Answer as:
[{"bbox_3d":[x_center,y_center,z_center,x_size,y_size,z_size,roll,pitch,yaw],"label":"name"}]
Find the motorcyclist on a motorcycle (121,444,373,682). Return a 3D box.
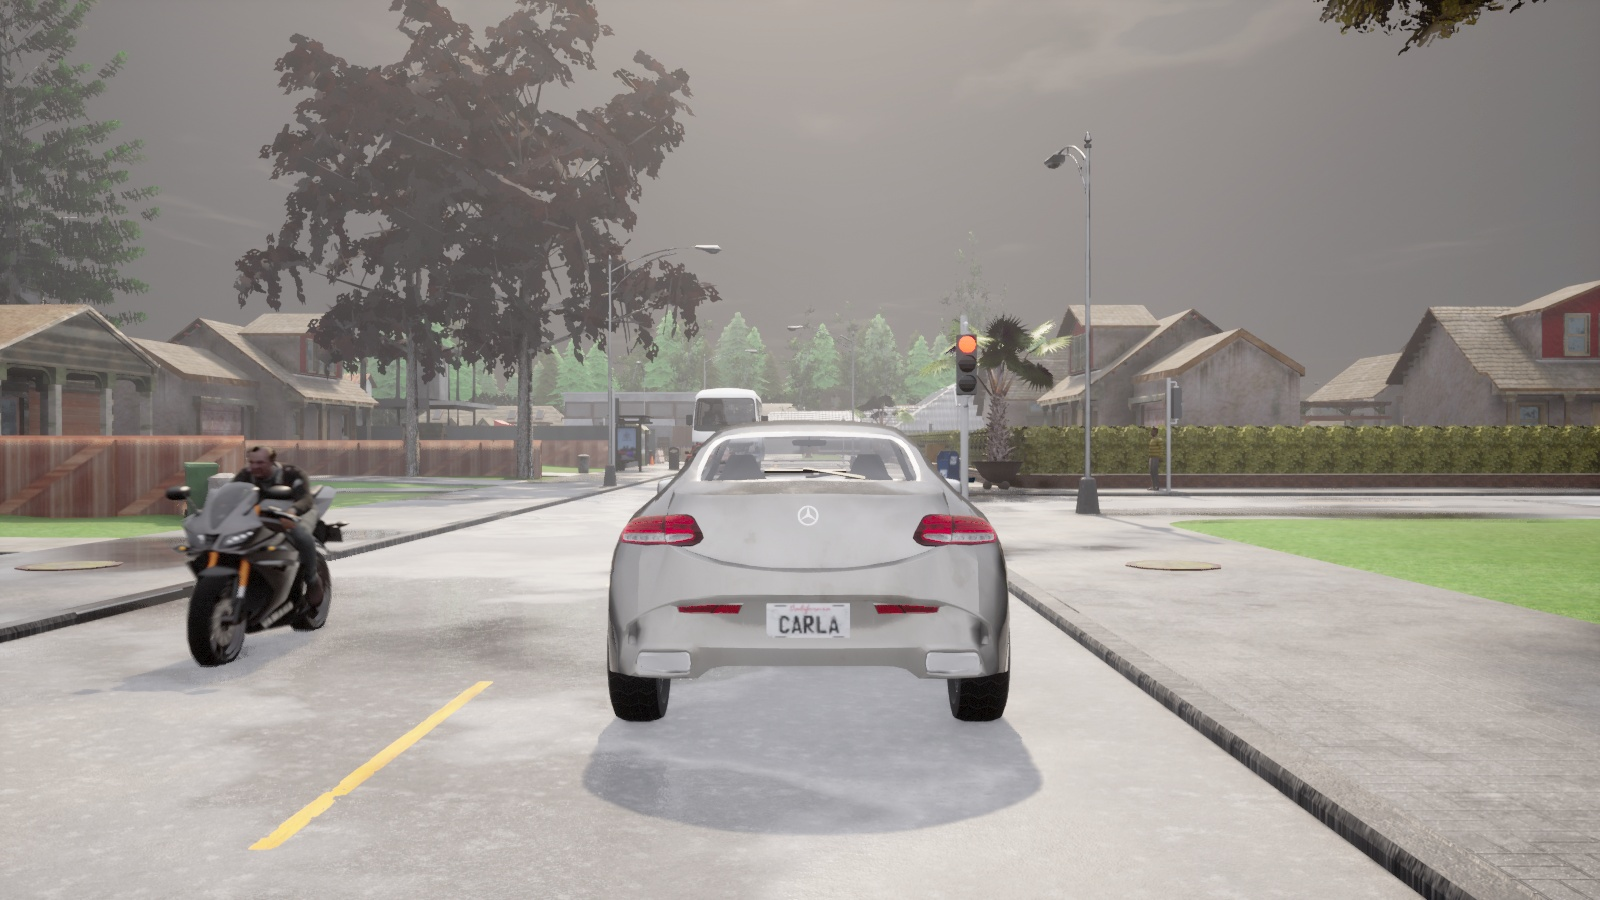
[{"bbox_3d":[-3.936,0.726,9.185,0.866,1.530,2.191,0,0,0],"label":"motorcyclist on a motorcycle"}]

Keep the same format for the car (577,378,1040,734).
[{"bbox_3d":[0.062,0.478,8.355,2.152,1.651,5.027,0,0,1],"label":"car"}]

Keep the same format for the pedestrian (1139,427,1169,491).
[{"bbox_3d":[10.225,0.260,36.252,0.709,1.840,0.431,0,0,-14],"label":"pedestrian"}]

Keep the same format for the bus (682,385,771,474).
[{"bbox_3d":[-3.622,-1.001,65.183,3.944,4.253,10.273,0,0,0],"label":"bus"}]
